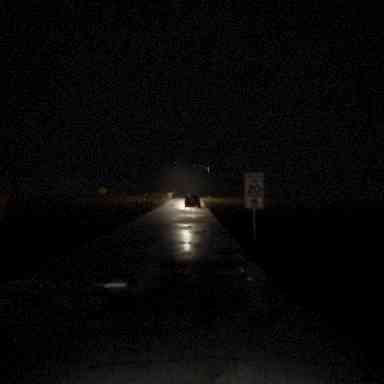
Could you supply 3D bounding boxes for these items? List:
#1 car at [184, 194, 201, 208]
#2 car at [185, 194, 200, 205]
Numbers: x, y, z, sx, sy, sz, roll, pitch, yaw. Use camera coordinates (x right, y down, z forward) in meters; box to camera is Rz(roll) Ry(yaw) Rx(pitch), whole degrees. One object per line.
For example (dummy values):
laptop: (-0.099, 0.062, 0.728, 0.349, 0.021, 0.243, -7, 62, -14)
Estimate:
car: (0.051, 1.126, 43.056, 2.097, 1.767, 4.553, -1, 1, 0)
car: (0.071, 1.133, 53.121, 2.128, 1.511, 4.902, -1, 1, 0)
